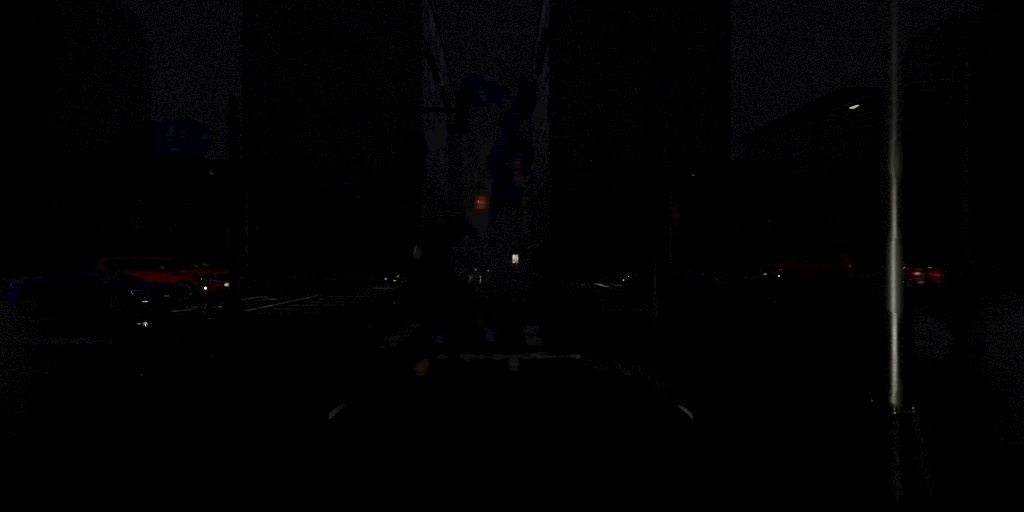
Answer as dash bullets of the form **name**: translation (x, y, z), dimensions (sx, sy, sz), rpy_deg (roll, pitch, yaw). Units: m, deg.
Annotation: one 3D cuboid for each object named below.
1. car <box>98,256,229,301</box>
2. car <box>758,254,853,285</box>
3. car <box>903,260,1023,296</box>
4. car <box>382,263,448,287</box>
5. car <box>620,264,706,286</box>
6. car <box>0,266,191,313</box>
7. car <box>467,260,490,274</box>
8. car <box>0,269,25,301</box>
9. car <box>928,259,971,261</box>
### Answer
- **car**: translation (-16.343, 1.027, 16.968), dimensions (5.566, 2.045, 2.150), rpy_deg (0, 0, -2)
- **car**: translation (20.193, 0.883, 24.778), dimensions (5.566, 2.045, 2.150), rpy_deg (0, 0, -2)
- **car**: translation (23.164, 1.145, 18.163), dimensions (4.902, 1.511, 2.128), rpy_deg (0, 0, -2)
- **car**: translation (-6.726, 1.270, 25.336), dimensions (1.837, 1.490, 4.892), rpy_deg (3, 2, 38)
- **car**: translation (10.235, 1.243, 24.477), dimensions (5.357, 1.411, 2.033), rpy_deg (0, 0, -2)
- **car**: translation (-15.784, 1.281, 13.733), dimensions (5.008, 1.535, 1.882), rpy_deg (0, 0, -2)
- **car**: translation (-4.076, 1.266, 41.898), dimensions (2.128, 1.511, 4.902), rpy_deg (0, 0, -2)
- **car**: translation (-26.265, 1.368, 16.663), dimensions (4.674, 1.442, 1.812), rpy_deg (0, 0, -1)
- **car**: translation (30.086, 0.981, 25.070), dimensions (4.553, 1.767, 2.097), rpy_deg (0, 0, -2)
